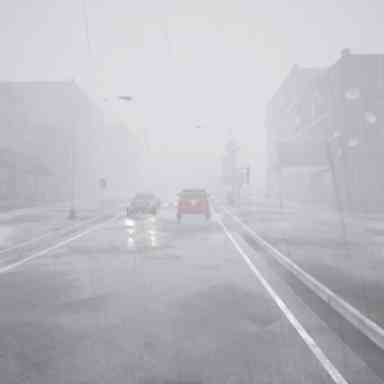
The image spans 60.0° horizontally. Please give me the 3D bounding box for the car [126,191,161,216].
[{"bbox_3d":[-3.594,0.781,25.201,2.097,1.767,4.553,0,2,0],"label":"car"}]

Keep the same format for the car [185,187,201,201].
[{"bbox_3d":[0.104,0.206,42.375,1.882,1.535,5.008,0,2,0],"label":"car"}]

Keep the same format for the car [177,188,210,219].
[{"bbox_3d":[0.103,0.710,23.774,2.150,2.045,5.566,0,2,0],"label":"car"}]
